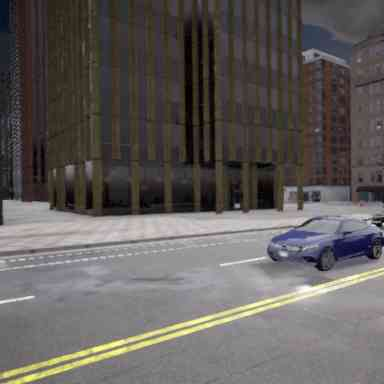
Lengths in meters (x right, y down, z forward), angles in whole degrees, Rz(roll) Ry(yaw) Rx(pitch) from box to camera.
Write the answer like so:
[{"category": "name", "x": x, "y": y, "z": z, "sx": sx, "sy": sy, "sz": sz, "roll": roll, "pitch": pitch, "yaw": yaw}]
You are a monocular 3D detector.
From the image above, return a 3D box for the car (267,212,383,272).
[{"category": "car", "x": 4.523, "y": 1.519, "z": 10.905, "sx": 4.674, "sy": 1.442, "sz": 1.812, "roll": 0, "pitch": 0, "yaw": -35}]
